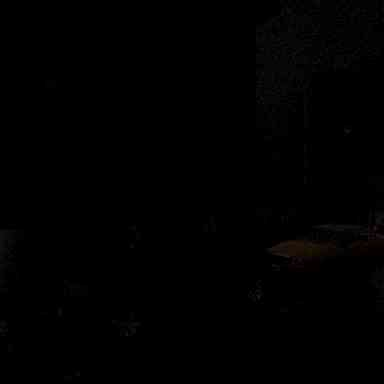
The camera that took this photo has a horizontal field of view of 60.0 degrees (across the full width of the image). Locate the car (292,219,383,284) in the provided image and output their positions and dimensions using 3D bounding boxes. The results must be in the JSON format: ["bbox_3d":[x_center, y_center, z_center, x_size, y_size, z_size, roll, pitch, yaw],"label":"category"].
[{"bbox_3d":[3.992,1.526,9.552,4.829,1.417,1.752,0,0,-36],"label":"car"}]

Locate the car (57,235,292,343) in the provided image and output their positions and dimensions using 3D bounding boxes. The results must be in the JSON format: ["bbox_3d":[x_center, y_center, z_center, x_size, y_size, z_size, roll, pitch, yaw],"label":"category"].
[{"bbox_3d":[-0.279,1.566,6.469,4.313,1.339,1.947,0,0,-36],"label":"car"}]
